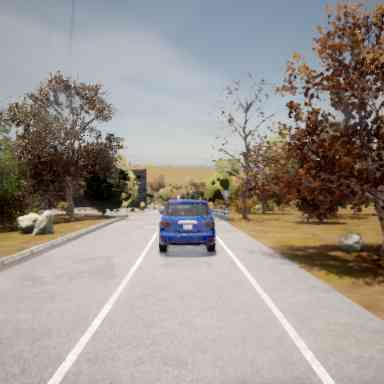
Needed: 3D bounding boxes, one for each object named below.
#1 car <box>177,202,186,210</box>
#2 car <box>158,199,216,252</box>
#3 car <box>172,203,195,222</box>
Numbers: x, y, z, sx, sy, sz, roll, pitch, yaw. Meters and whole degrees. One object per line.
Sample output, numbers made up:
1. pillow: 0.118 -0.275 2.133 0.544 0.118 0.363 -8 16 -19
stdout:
1. car: -2.521 3.260 77.191 2.097 1.767 4.553 0 -2 -2
2. car: -0.241 1.329 14.325 2.150 2.045 5.566 0 0 -2
3. car: -0.785 1.731 29.352 1.837 1.490 4.892 0 -1 -2
